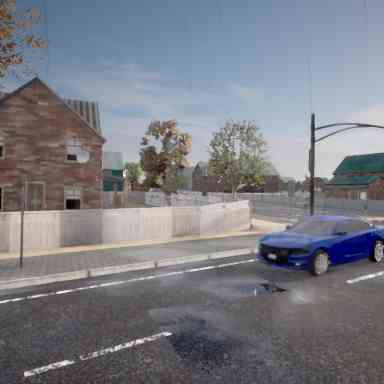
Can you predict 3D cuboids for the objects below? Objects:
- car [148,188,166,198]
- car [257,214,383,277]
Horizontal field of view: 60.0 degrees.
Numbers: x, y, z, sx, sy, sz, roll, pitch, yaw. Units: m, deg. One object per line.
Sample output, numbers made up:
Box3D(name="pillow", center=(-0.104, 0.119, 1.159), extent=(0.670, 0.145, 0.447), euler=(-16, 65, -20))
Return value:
Box3D(name="car", center=(-6.545, 0.336, 61.636), extent=(2.150, 2.045, 5.566), euler=(1, 1, -21))
Box3D(name="car", center=(4.237, 1.488, 10.505), extent=(5.008, 1.535, 1.882), euler=(0, 0, -35))
